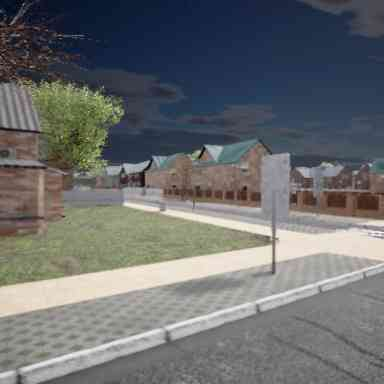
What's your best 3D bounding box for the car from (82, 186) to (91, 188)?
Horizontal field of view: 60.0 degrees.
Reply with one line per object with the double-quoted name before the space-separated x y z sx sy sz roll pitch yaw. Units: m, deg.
"car" -27.281 -0.816 85.927 2.097 1.767 4.553 0 1 -27
